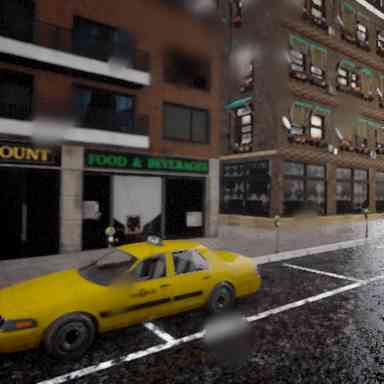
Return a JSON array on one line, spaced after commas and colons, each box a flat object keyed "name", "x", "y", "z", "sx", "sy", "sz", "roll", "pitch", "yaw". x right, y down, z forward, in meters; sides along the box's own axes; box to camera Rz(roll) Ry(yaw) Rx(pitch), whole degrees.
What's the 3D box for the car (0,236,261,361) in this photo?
[{"name": "car", "x": -0.890, "y": 1.510, "z": 5.904, "sx": 4.829, "sy": 1.417, "sz": 1.752, "roll": 0, "pitch": 1, "yaw": -35}]
